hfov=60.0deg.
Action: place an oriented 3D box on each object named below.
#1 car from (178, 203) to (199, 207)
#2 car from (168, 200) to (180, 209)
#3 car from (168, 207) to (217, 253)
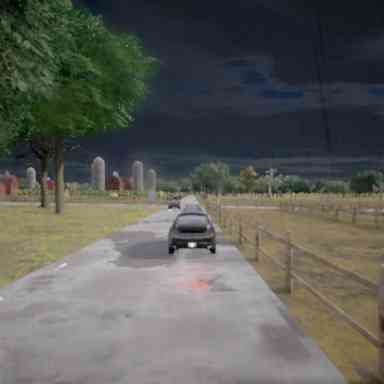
[{"bbox_3d":[0.026,1.824,29.346,1.994,1.385,4.181,0,0,0],"label":"car"},{"bbox_3d":[-2.720,1.978,52.755,2.033,1.411,5.357,0,0,0],"label":"car"},{"bbox_3d":[0.014,1.640,14.313,1.837,1.490,4.892,0,0,0],"label":"car"}]
